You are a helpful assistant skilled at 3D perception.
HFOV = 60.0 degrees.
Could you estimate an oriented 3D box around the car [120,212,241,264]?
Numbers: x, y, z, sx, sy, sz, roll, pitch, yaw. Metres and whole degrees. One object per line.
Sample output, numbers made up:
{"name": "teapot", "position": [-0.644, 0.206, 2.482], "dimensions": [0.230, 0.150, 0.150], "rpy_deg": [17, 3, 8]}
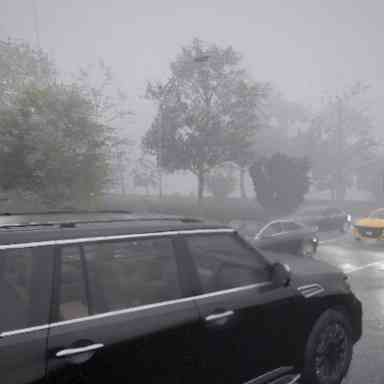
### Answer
{"name": "car", "position": [-0.343, 1.575, 12.535], "dimensions": [4.181, 1.385, 1.994], "rpy_deg": [0, 0, -37]}

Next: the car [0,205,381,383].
{"name": "car", "position": [-0.473, 1.225, 3.512], "dimensions": [5.566, 2.045, 2.150], "rpy_deg": [0, 0, -36]}

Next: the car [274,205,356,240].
{"name": "car", "position": [6.722, 1.513, 17.954], "dimensions": [4.892, 1.490, 1.837], "rpy_deg": [0, 0, -38]}

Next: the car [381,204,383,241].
{"name": "car", "position": [9.486, 1.482, 15.671], "dimensions": [5.008, 1.535, 1.882], "rpy_deg": [0, 0, -38]}

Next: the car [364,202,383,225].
{"name": "car", "position": [14.865, 1.517, 24.436], "dimensions": [4.902, 1.511, 2.128], "rpy_deg": [0, 0, -39]}

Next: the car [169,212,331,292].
{"name": "car", "position": [1.923, 1.498, 9.927], "dimensions": [4.902, 1.511, 2.128], "rpy_deg": [0, 0, -40]}
